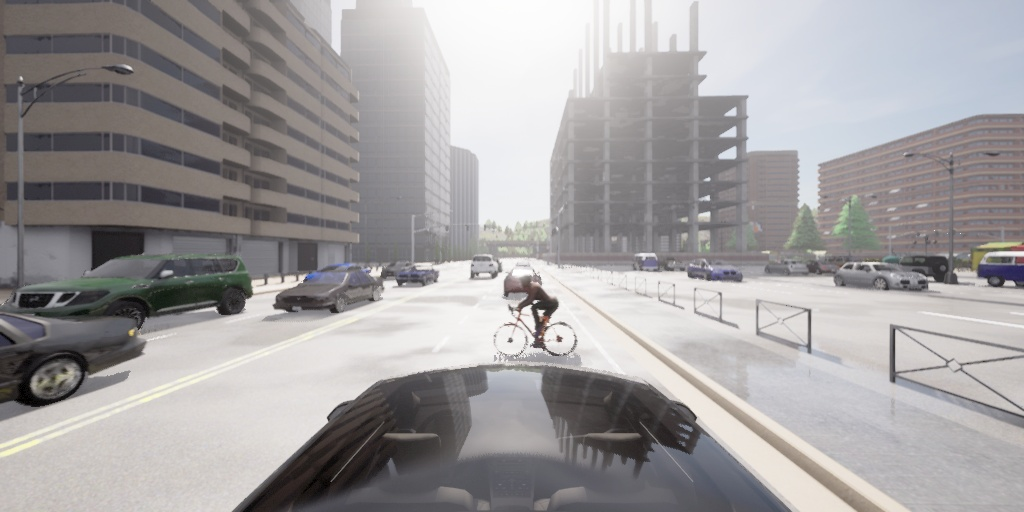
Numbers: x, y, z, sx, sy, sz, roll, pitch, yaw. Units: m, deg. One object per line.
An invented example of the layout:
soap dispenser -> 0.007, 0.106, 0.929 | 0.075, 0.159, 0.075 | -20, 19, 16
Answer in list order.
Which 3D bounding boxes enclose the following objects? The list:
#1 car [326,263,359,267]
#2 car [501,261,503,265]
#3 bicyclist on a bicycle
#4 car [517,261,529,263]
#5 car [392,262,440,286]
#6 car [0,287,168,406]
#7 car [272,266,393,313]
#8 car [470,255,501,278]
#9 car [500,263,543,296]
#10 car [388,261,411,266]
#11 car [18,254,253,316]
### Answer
car -> -10.049, 1.193, 20.972 | 1.882, 1.535, 5.008 | 0, 0, 2
car -> -2.206, 1.033, 42.484 | 2.097, 1.767, 4.553 | 0, 0, 2
bicyclist on a bicycle -> 0.441, 1.185, 7.030 | 1.656, 1.620, 0.582 | -1, 0, 2
car -> 1.305, 1.281, 42.828 | 1.895, 1.301, 4.718 | 0, 0, 2
car -> -6.424, 1.311, 24.793 | 1.895, 1.301, 4.718 | 0, 0, 2
car -> -7.081, 1.293, 3.548 | 2.033, 1.411, 5.357 | 0, 0, 2
car -> -6.758, 1.275, 14.071 | 2.033, 1.411, 5.357 | 0, 0, 2
car -> -2.495, 0.918, 32.906 | 2.150, 2.045, 5.566 | 0, 0, 2
car -> 0.592, 1.284, 19.174 | 1.994, 1.385, 4.181 | 0, 0, 2
car -> -9.704, 1.203, 31.092 | 1.837, 1.490, 4.892 | 0, 0, 2
car -> -10.373, 0.956, 10.502 | 2.150, 2.045, 5.566 | 0, 0, 2
